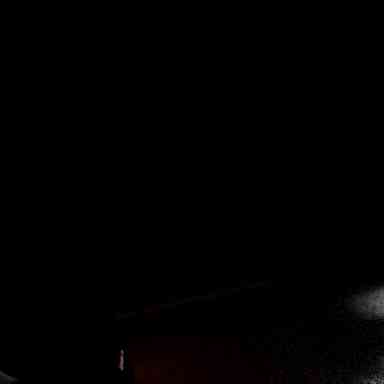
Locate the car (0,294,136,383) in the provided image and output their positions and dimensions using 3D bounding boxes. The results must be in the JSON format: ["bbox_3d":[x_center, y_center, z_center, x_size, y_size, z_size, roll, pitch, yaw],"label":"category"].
[{"bbox_3d":[-2.696,1.487,1.783,4.902,1.511,2.128,0,0,-35],"label":"car"}]

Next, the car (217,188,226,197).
[{"bbox_3d":[2.521,-0.052,43.296,2.128,1.511,4.902,1,2,-34],"label":"car"}]
